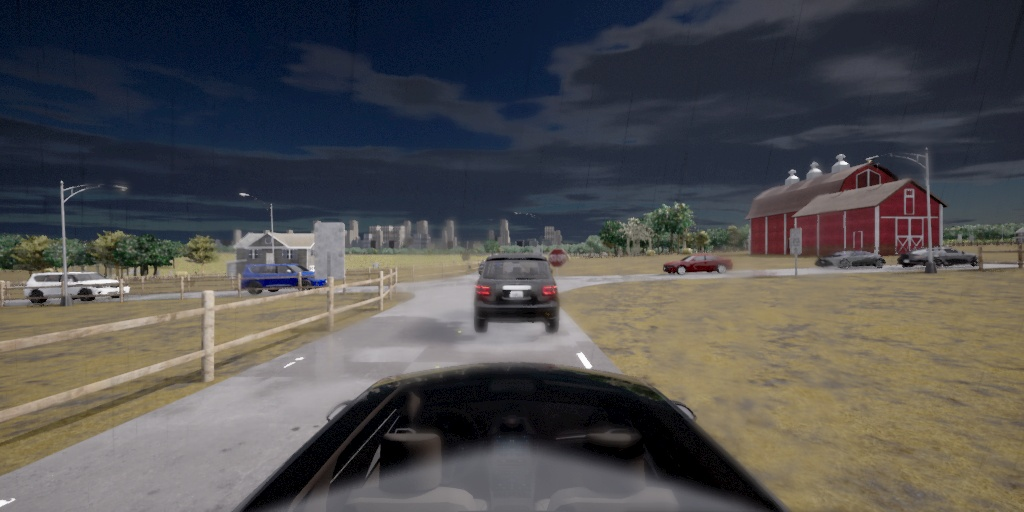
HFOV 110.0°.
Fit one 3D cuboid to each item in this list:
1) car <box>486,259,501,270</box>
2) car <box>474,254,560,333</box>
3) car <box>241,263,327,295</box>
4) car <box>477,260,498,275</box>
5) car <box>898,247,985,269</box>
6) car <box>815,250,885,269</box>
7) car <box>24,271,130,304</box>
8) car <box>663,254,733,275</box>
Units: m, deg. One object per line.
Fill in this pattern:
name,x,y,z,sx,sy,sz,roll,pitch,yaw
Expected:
car,-2.741,1.248,53.675,1.882,1.535,5.008,0,0,0
car,0.121,0.973,10.894,2.150,2.045,5.566,0,0,0
car,-15.688,1.529,24.984,5.566,2.045,2.150,-2,0,-1
car,-2.734,1.249,40.582,2.128,1.511,4.902,0,0,-1
car,29.723,0.104,24.939,4.674,1.442,1.812,-2,0,0
car,26.194,0.271,27.887,4.181,1.385,1.994,-2,0,0
car,-30.194,2.105,24.967,5.566,2.045,2.150,-2,0,0
car,14.366,0.622,27.893,5.008,1.535,1.882,-2,0,0
